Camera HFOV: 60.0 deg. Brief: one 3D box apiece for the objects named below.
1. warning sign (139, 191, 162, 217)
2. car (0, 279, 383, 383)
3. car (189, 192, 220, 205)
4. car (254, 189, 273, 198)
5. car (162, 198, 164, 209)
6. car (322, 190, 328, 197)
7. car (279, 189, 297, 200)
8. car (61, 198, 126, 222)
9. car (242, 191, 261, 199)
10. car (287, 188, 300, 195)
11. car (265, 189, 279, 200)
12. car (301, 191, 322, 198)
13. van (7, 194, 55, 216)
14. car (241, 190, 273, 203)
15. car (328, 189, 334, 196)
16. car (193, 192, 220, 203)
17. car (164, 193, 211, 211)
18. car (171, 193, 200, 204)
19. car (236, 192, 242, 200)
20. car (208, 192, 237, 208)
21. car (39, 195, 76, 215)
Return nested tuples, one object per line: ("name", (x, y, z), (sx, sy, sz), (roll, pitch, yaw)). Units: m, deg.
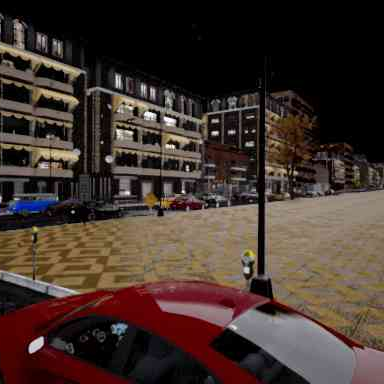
("warning sign", (-3.079, 0.850, 24.818), (1.300, 1.860, 1.060), (-1, 0, 35))
("car", (-0.318, 1.544, 3.094), (4.507, 1.381, 1.887), (0, 0, 36))
("car", (1.850, 0.826, 46.182), (1.882, 1.535, 5.008), (1, 1, 35))
("car", (15.004, 0.226, 69.682), (2.192, 1.841, 5.009), (2, 2, 35))
("car", (-1.416, 1.013, 35.931), (1.882, 1.535, 5.008), (1, 1, 35))
("car", (28.236, 0.360, 74.058), (2.008, 1.369, 4.403), (2, 2, 35))
("car", (15.631, 0.675, 55.899), (1.752, 1.417, 4.829), (2, 2, 35))
("car", (-6.696, 1.328, 23.737), (1.947, 1.339, 4.313), (2, 2, 35))
("car", (11.728, 0.525, 64.972), (1.752, 1.417, 4.829), (2, 2, 35))
("car", (24.530, -0.030, 83.405), (2.192, 1.841, 5.009), (2, 2, 35))
("car", (12.229, 0.513, 55.583), (2.097, 1.767, 4.553), (1, 1, 35))
("car", (25.061, 0.445, 69.484), (2.008, 1.369, 4.403), (2, 2, 35))
("van", (-13.578, 1.034, 28.509), (1.690, 1.788, 3.998), (2, 2, 35))
("car", (9.182, 0.876, 46.610), (2.008, 1.369, 4.403), (2, 2, 35))
("car", (34.588, 0.078, 83.205), (1.967, 1.590, 4.097), (2, 2, 35))
("car", (2.298, 0.807, 51.388), (2.008, 1.369, 4.403), (2, 2, 35))
("car", (-0.346, 1.131, 32.885), (1.887, 1.381, 4.507), (2, 2, 35))
("car", (-0.878, 0.909, 46.814), (1.947, 1.339, 4.313), (2, 2, 35))
("car", (8.649, 0.649, 60.539), (1.947, 1.339, 4.313), (2, 2, 35))
("car", (2.830, 1.050, 37.460), (2.008, 1.369, 4.403), (2, 2, 35))
("car", (-10.066, 1.223, 29.056), (2.033, 1.411, 5.357), (1, 1, 35))
